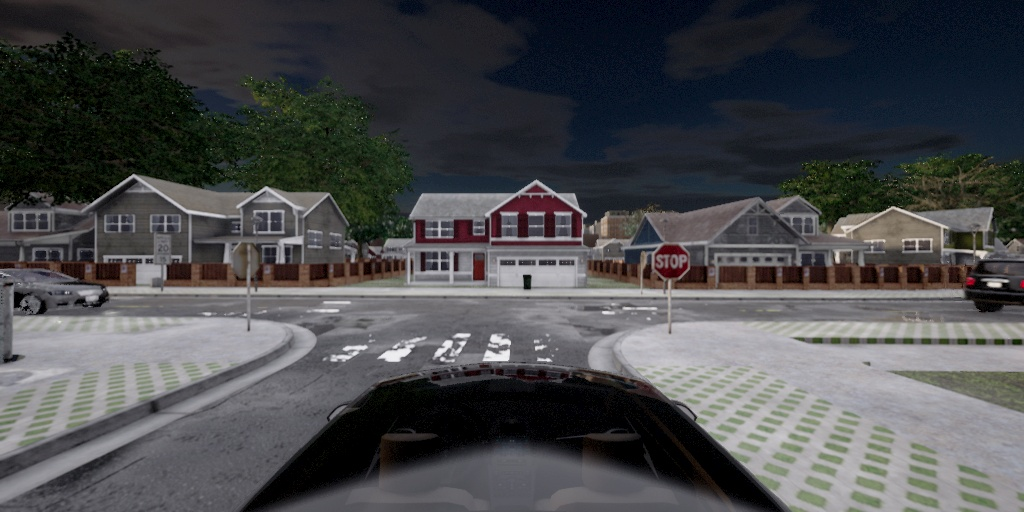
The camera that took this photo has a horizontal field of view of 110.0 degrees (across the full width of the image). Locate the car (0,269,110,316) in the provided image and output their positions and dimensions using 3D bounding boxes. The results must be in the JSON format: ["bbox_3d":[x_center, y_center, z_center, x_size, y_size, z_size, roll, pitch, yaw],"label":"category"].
[{"bbox_3d":[-17.226,1.213,12.654,4.902,1.511,2.128,0,0,1],"label":"car"}]

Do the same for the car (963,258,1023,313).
[{"bbox_3d":[19.527,1.110,12.687,5.566,2.045,2.150,0,0,-3],"label":"car"}]
